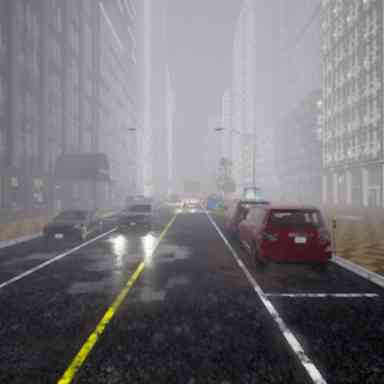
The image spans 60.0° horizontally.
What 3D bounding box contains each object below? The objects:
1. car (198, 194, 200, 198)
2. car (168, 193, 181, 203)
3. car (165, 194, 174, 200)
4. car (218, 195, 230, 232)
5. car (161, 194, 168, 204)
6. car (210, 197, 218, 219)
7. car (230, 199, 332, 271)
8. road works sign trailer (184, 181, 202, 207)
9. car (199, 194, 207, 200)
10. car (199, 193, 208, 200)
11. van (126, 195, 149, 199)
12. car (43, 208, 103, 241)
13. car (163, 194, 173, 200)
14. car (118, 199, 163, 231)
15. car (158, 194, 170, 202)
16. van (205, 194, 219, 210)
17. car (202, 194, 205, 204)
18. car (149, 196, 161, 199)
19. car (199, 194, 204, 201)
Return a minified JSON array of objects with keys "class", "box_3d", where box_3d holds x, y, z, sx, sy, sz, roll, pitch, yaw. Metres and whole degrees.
[{"class":"car","box_3d":[2.718,1.251,73.243,2.008,1.369,4.403,0,0,0]},{"class":"car","box_3d":[-3.027,1.107,59.428,2.097,1.767,4.553,0,0,1]},{"class":"car","box_3d":[-5.659,1.200,84.645,1.887,1.381,4.507,0,0,0]},{"class":"car","box_3d":[2.704,1.246,16.353,2.192,1.841,5.009,0,0,0]},{"class":"car","box_3d":[-5.667,1.318,56.200,2.008,1.369,4.403,0,0,0]},{"class":"car","box_3d":[2.705,1.408,27.902,1.752,1.417,4.829,0,0,0]},{"class":"car","box_3d":[2.702,1.270,10.664,2.192,1.841,5.009,0,0,0]},{"class":"road works sign trailer","box_3d":[0.038,0.274,45.758,2.380,3.560,2.880,0,0,0]},{"class":"car","box_3d":[2.721,1.200,84.621,1.887,1.381,4.507,0,0,0]},{"class":"car","box_3d":[2.720,1.118,78.931,1.967,1.590,4.097,0,0,0]},{"class":"van","box_3d":[-5.672,1.201,33.443,1.690,1.788,3.998,0,0,0]},{"class":"car","box_3d":[-5.679,1.497,16.377,1.947,1.339,4.313,0,0,0]},{"class":"car","box_3d":[-5.661,1.228,78.957,2.008,1.369,4.403,0,0,0]},{"class":"car","box_3d":[-3.093,1.393,19.972,1.882,1.535,5.008,0,0,0]},{"class":"car","box_3d":[-5.663,1.162,67.578,1.967,1.590,4.097,0,0,0]},{"class":"van","box_3d":[2.710,1.178,39.109,1.690,1.788,3.998,0,0,0]},{"class":"car","box_3d":[2.710,1.364,44.799,2.008,1.369,4.403,0,0,0]},{"class":"car","box_3d":[-5.671,1.379,44.822,1.947,1.339,4.313,0,0,0]},{"class":"car","box_3d":[2.713,1.318,56.177,2.008,1.369,4.403,0,0,0]}]
